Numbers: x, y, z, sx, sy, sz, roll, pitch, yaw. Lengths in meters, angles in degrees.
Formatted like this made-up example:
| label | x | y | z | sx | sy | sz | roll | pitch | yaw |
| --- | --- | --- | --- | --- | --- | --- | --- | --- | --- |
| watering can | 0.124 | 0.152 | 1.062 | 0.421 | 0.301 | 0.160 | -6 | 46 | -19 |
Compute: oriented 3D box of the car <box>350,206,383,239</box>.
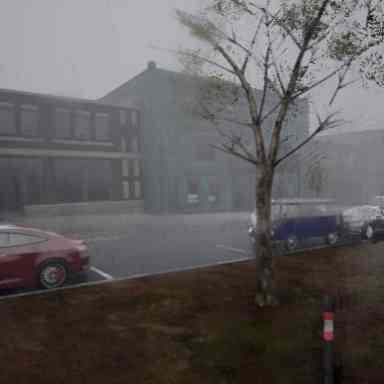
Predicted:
| label | x | y | z | sx | sy | sz | roll | pitch | yaw |
| --- | --- | --- | --- | --- | --- | --- | --- | --- | --- |
| car | 8.895 | 1.476 | 17.079 | 4.892 | 1.521 | 2.231 | 2 | -1 | -37 |

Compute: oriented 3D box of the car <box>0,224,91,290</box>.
| label | x | y | z | sx | sy | sz | roll | pitch | yaw |
| --- | --- | --- | --- | --- | --- | --- | --- | --- | --- |
| car | -4.644 | 1.471 | 7.378 | 4.674 | 1.452 | 2.002 | 0 | 0 | -35 |

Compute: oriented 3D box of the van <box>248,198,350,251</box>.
| label | x | y | z | sx | sy | sz | roll | pitch | yaw |
| --- | --- | --- | --- | --- | --- | --- | --- | --- | --- |
| van | 4.272 | 1.250 | 13.772 | 4.442 | 1.987 | 1.878 | 0 | 0 | -33 |
